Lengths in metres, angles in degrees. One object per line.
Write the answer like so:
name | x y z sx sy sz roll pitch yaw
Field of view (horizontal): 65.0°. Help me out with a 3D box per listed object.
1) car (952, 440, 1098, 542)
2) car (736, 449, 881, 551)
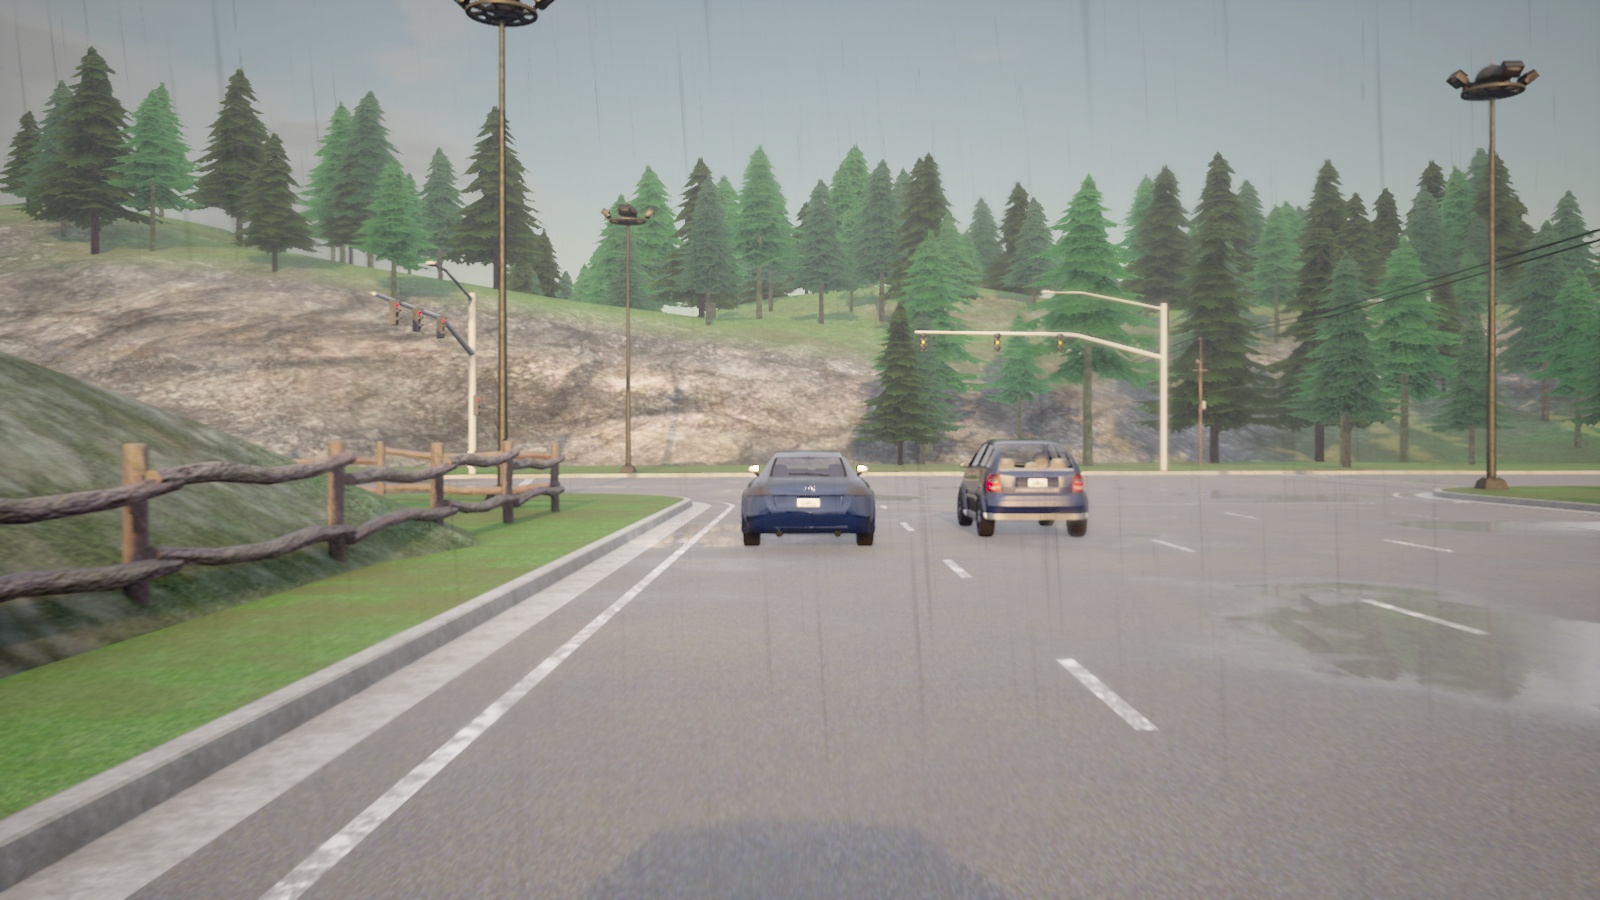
car | 3.634 0.604 20.897 1.789 1.549 3.705 0 0 0
car | 0.126 0.695 19.458 1.994 1.385 4.181 0 0 0
